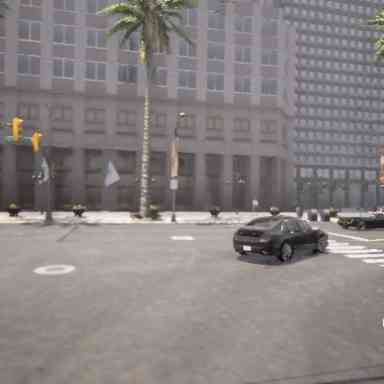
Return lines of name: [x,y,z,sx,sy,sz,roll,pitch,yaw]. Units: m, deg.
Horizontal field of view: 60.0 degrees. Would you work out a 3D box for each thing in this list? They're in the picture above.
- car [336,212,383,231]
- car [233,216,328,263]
car: [13.003,2.084,24.078,4.718,1.301,1.895,1,-1,-11]
car: [3.592,1.709,13.031,1.837,1.490,4.892,-2,-3,45]
